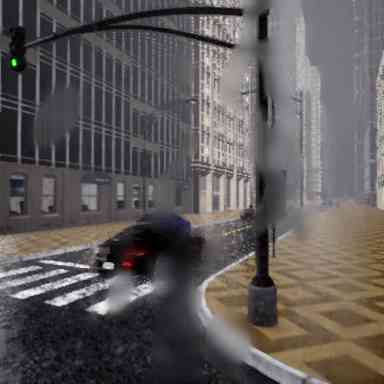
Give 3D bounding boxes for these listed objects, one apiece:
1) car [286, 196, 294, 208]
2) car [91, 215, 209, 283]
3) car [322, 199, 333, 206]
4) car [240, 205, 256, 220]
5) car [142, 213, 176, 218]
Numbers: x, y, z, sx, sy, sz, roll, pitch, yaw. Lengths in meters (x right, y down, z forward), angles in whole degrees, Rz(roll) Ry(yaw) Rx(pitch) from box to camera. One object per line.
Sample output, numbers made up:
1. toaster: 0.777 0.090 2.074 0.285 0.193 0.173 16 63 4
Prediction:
1. car: 13.210 1.610 47.279 2.150 2.045 5.566 0 -1 25
2. car: -1.046 1.656 10.141 1.812 1.442 4.674 0 -1 25
3. car: 35.518 2.714 87.382 2.097 1.767 4.553 0 -1 25
4. car: 6.373 2.046 33.056 2.033 1.411 5.357 0 -1 25
5. car: -1.620 1.749 16.129 1.812 1.442 4.674 0 -1 25
